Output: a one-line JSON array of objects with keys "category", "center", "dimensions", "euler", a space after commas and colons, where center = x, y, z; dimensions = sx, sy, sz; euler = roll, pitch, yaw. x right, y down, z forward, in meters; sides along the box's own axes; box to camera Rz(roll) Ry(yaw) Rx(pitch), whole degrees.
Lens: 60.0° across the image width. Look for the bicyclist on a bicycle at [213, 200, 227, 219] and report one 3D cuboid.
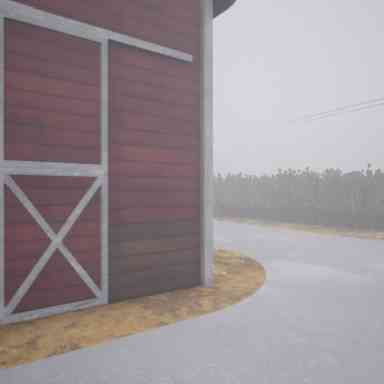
[{"category": "bicyclist on a bicycle", "center": [2.240, 1.454, 27.559], "dimensions": [1.656, 1.620, 0.582], "euler": [1, 0, -32]}]
